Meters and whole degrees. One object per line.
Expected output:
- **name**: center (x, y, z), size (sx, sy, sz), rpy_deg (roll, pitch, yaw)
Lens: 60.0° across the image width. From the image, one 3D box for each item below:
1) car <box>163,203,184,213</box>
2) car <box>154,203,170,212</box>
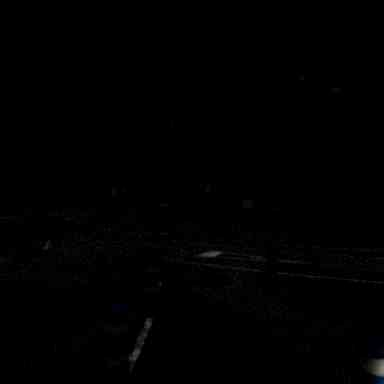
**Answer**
- **car**: center (-3.145, 2.796, 57.760), size (2.163, 1.488, 4.792), rpy_deg (1, -3, 14)
- **car**: center (-4.475, 2.504, 52.435), size (2.002, 1.452, 4.674), rpy_deg (2, -3, 14)
